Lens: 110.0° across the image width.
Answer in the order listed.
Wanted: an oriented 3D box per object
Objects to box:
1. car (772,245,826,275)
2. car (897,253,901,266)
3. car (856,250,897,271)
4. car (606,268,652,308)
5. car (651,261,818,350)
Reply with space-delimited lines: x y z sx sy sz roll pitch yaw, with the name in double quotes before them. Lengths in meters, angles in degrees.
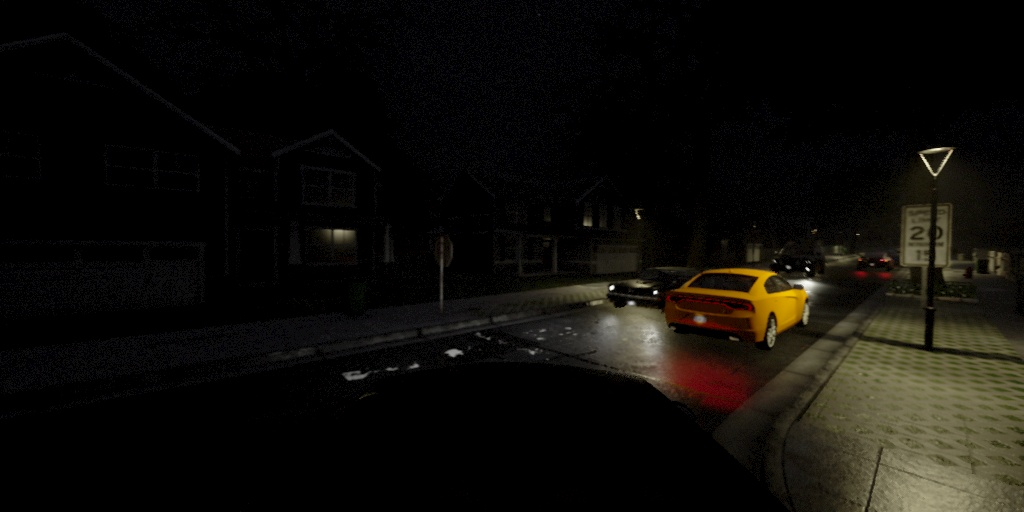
"car" 19.507 0.287 24.346 5.566 2.045 2.150 -2 3 -40
"car" 37.475 0.111 35.984 5.008 1.535 1.882 -2 3 -40
"car" 29.672 0.413 29.253 4.674 1.442 1.812 -2 3 -40
"car" 5.240 1.057 12.143 4.718 1.301 1.895 -1 2 -41
"car" 5.586 1.045 8.684 5.008 1.535 1.882 -1 2 -41
